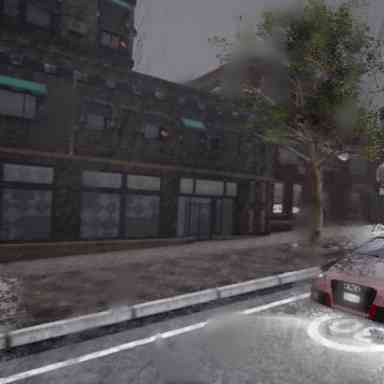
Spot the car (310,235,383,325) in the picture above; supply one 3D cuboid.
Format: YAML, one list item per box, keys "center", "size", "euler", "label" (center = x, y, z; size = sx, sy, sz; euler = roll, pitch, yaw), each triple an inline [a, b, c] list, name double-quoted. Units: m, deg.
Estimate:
- center: [4.308, 1.610, 6.752]
  size: [4.181, 1.385, 1.994]
  euler: [0, 0, -35]
  label: "car"
